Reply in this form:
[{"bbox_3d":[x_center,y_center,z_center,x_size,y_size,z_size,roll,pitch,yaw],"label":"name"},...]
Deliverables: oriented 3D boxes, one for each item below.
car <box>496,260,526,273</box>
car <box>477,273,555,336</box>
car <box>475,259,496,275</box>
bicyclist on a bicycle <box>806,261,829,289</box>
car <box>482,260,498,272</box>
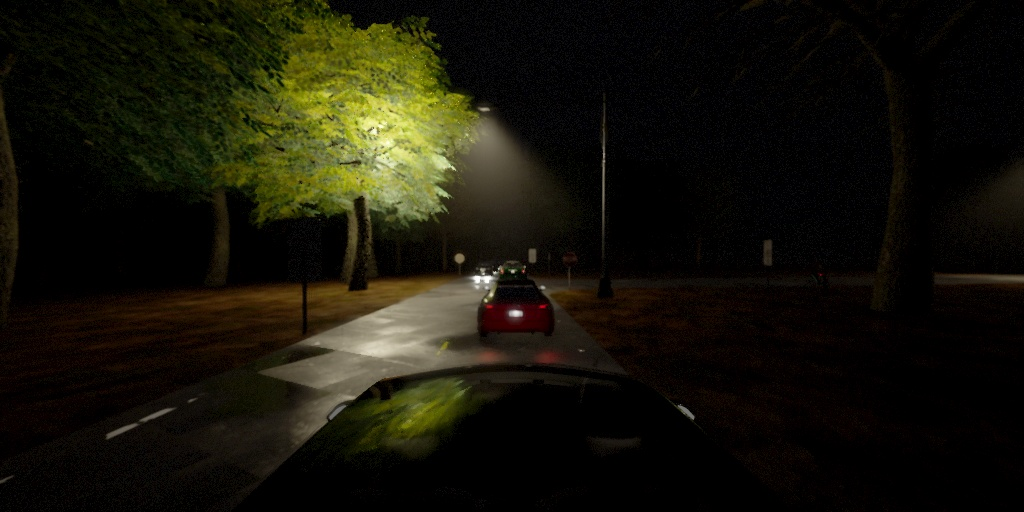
[{"bbox_3d":[0.068,1.216,28.799,2.097,1.767,4.553,0,0,0],"label":"car"},{"bbox_3d":[0.091,1.361,10.587,1.994,1.385,4.181,0,0,0],"label":"car"},{"bbox_3d":[-3.126,1.391,41.027,2.128,1.511,4.902,1,0,0],"label":"car"},{"bbox_3d":[18.527,1.151,21.795,0.582,1.620,1.656,-1,-1,0],"label":"bicyclist on a bicycle"},{"bbox_3d":[-3.137,1.403,51.820,1.882,1.535,5.008,0,0,0],"label":"car"}]
